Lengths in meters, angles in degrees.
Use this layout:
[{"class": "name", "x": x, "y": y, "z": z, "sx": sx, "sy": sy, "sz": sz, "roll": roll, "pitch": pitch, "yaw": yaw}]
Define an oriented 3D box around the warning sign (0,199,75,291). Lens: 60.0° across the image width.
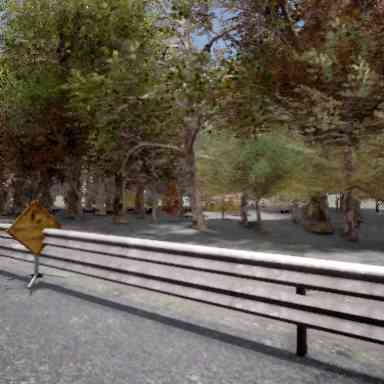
[{"class": "warning sign", "x": -3.645, "y": 1.121, "z": 7.756, "sx": 1.060, "sy": 1.860, "sz": 1.300, "roll": -2, "pitch": 0, "yaw": 36}]
